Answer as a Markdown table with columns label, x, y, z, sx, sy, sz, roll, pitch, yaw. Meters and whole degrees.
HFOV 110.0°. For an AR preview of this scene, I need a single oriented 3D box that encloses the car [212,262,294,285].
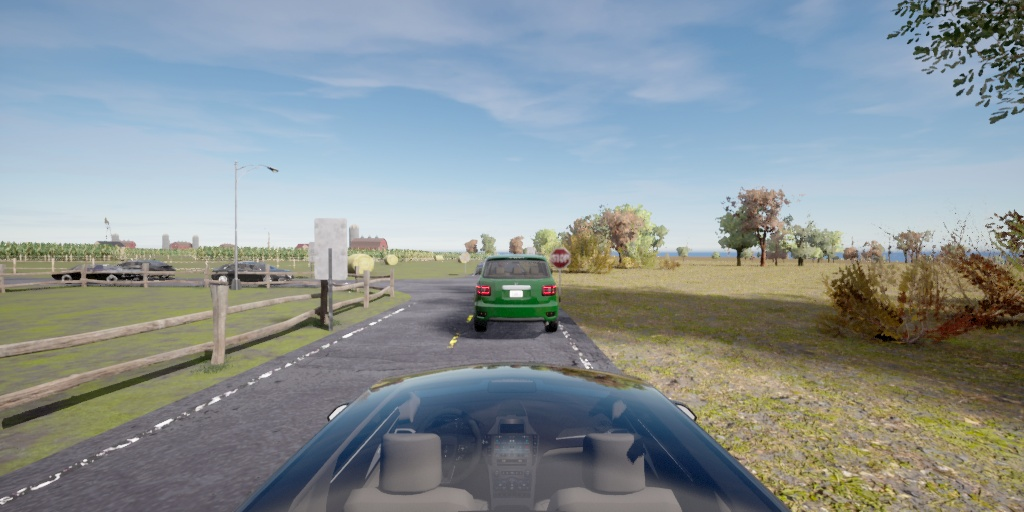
| label | x | y | z | sx | sy | sz | roll | pitch | yaw |
| --- | --- | --- | --- | --- | --- | --- | --- | --- | --- |
| car | -17.354 | 1.165 | 24.151 | 4.892 | 1.490 | 1.837 | 0 | 1 | 0 |

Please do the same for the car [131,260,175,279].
| label | x | y | z | sx | sy | sz | roll | pitch | yaw |
| --- | --- | --- | --- | --- | --- | --- | --- | --- | --- |
| car | -28.360 | 1.060 | 27.010 | 4.892 | 1.490 | 1.837 | 0 | 1 | -1 |

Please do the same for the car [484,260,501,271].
| label | x | y | z | sx | sy | sz | roll | pitch | yaw |
| --- | --- | --- | --- | --- | --- | --- | --- | --- | --- |
| car | -2.728 | 1.328 | 50.836 | 2.033 | 1.411 | 5.357 | 0 | 0 | 1 |

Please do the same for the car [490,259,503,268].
| label | x | y | z | sx | sy | sz | roll | pitch | yaw |
| --- | --- | --- | --- | --- | --- | --- | --- | --- | --- |
| car | -2.667 | 1.278 | 62.982 | 1.882 | 1.535 | 5.008 | 0 | 0 | 1 |

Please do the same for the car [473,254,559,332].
| label | x | y | z | sx | sy | sz | roll | pitch | yaw |
| --- | --- | --- | --- | --- | --- | --- | --- | --- | --- |
| car | 0.114 | 0.971 | 10.980 | 2.150 | 2.045 | 5.566 | 0 | 0 | 0 |

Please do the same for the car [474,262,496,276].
| label | x | y | z | sx | sy | sz | roll | pitch | yaw |
| --- | --- | --- | --- | --- | --- | --- | --- | --- | --- |
| car | -2.768 | 1.330 | 38.068 | 1.994 | 1.385 | 4.181 | 0 | 0 | 1 |

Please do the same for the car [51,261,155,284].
| label | x | y | z | sx | sy | sz | roll | pitch | yaw |
| --- | --- | --- | --- | --- | --- | --- | --- | --- | --- |
| car | -27.452 | 1.192 | 24.067 | 4.718 | 1.301 | 1.895 | 0 | 1 | 0 |
